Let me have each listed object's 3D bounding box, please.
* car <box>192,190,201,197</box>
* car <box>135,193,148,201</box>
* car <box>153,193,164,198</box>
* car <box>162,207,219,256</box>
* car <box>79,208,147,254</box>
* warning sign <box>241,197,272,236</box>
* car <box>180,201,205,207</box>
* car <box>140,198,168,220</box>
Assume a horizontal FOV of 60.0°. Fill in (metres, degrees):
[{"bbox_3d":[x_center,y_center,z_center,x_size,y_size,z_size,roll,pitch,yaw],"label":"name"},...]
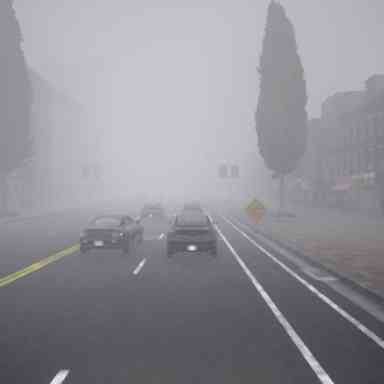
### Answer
[{"bbox_3d":[1.133,0.274,86.697,2.097,1.767,4.553,0,1,0],"label":"car"},{"bbox_3d":[-9.774,0.935,64.559,1.837,1.490,4.892,0,1,1],"label":"car"},{"bbox_3d":[-6.520,0.979,64.570,2.033,1.411,5.357,0,1,1],"label":"car"},{"bbox_3d":[0.019,1.597,13.487,1.837,1.490,4.892,0,0,0],"label":"car"},{"bbox_3d":[-3.227,1.617,13.878,1.812,1.442,4.674,0,0,1],"label":"car"},{"bbox_3d":[3.211,1.215,16.737,1.300,1.860,1.060,-1,-1,0],"label":"warning sign"},{"bbox_3d":[0.019,1.568,28.476,1.837,1.490,4.892,0,1,1],"label":"car"},{"bbox_3d":[-3.231,1.569,28.460,1.837,1.490,4.892,0,1,0],"label":"car"}]
